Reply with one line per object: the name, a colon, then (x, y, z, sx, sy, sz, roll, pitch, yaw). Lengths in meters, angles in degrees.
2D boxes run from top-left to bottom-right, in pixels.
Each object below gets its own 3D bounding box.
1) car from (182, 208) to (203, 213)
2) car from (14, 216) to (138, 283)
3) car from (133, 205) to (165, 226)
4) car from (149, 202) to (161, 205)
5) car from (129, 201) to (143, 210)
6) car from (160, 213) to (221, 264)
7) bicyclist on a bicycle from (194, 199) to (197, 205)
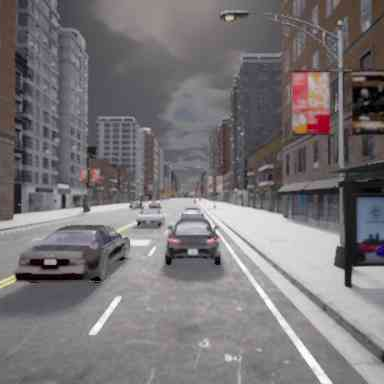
car: (0.033, 1.891, 25.173, 2.033, 1.411, 5.357, 0, -1, 0)
car: (-3.222, 1.686, 10.113, 2.033, 1.411, 5.357, 0, -1, 1)
car: (-3.205, 1.965, 26.687, 1.895, 1.301, 4.718, 0, -1, 1)
car: (-6.533, 2.368, 58.521, 1.994, 1.385, 4.181, 0, -1, 1)
car: (-9.783, 2.297, 58.610, 2.128, 1.511, 4.902, 0, -1, 1)
car: (0.049, 1.695, 12.377, 1.812, 1.442, 4.674, 0, -1, 0)
bicyclist on a bicycle: (0.913, 2.738, 93.148, 0.582, 1.620, 1.656, 0, -1, 0)
